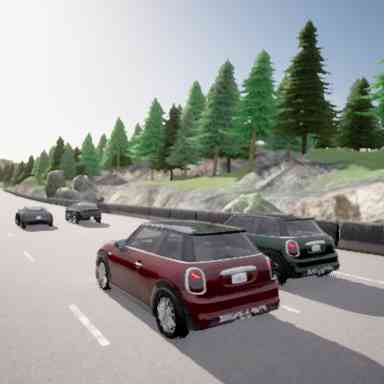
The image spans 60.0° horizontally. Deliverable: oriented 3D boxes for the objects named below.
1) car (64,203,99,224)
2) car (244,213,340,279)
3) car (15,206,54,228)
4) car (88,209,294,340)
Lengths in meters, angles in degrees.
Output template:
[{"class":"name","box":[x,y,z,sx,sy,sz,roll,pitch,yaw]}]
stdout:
[{"class":"car","box":[-8.396,1.583,25.493,1.837,1.490,4.892,0,0,-33]},{"class":"car","box":[1.864,1.394,9.902,2.097,1.767,4.553,0,0,-33]},{"class":"car","box":[-10.945,1.627,22.999,1.994,1.385,4.181,0,0,-33]},{"class":"car","box":[-0.423,1.378,7.011,2.097,1.767,4.553,0,0,-33]}]
